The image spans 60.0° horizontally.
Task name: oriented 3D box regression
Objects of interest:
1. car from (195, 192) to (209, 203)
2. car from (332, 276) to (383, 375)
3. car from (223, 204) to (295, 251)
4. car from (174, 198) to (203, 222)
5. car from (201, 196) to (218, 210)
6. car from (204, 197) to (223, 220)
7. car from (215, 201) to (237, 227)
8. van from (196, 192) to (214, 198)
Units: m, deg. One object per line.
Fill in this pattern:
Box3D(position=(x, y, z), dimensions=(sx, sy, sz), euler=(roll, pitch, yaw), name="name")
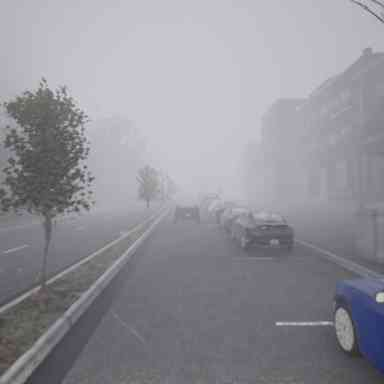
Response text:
Box3D(position=(1.813, 1.058, 63.938), dimensions=(2.435, 2.045, 5.566), euler=(0, 0, -1), name="car")
Box3D(position=(3.034, 1.478, 3.005), dimensions=(2.097, 1.535, 5.008), euler=(0, 0, 0), name="car")
Box3D(position=(2.815, 1.473, 13.996), dimensions=(2.231, 1.521, 4.892), euler=(0, 0, -1), name="car")
Box3D(position=(-0.375, 1.453, 25.832), dimensions=(1.882, 1.535, 5.008), euler=(0, 0, -1), name="car")
Box3D(position=(2.369, 1.459, 36.214), dimensions=(2.163, 1.488, 4.792), euler=(0, 0, -1), name="car")
Box3D(position=(2.482, 1.483, 30.636), dimensions=(2.002, 1.452, 4.674), euler=(0, 0, -1), name="car")
Box3D(position=(2.704, 1.505, 19.545), dimensions=(2.002, 1.452, 4.674), euler=(0, 0, -1), name="car")
Box3D(position=(2.034, 1.140, 52.935), dimensions=(1.878, 1.987, 4.442), euler=(0, 0, -1), name="van")
